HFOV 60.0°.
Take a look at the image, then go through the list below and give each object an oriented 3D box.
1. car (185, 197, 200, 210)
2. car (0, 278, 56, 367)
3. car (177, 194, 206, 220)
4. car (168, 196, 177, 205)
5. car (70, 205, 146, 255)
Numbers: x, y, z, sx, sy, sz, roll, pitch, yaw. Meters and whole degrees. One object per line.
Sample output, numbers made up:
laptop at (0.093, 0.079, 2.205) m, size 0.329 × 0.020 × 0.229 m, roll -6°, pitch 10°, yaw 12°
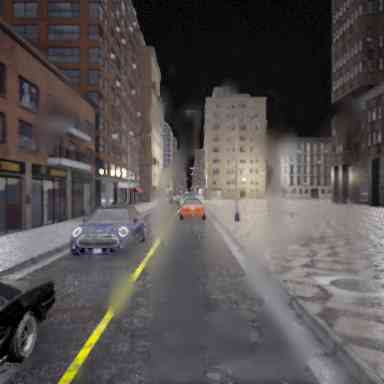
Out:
car at (0.032, 1.439, 44.248) m, size 1.882 × 1.535 × 5.008 m, roll 0°, pitch 0°, yaw 0°
car at (-3.102, 1.602, 3.108) m, size 1.895 × 1.301 × 4.718 m, roll 0°, pitch 0°, yaw 0°
car at (0.061, 1.327, 28.145) m, size 2.097 × 1.767 × 4.553 m, roll 0°, pitch 0°, yaw 0°
car at (-3.122, 1.477, 59.090) m, size 1.812 × 1.442 × 4.674 m, roll 0°, pitch 0°, yaw 0°
car at (-3.105, 1.344, 13.143) m, size 2.097 × 1.767 × 4.553 m, roll 0°, pitch 0°, yaw 0°
